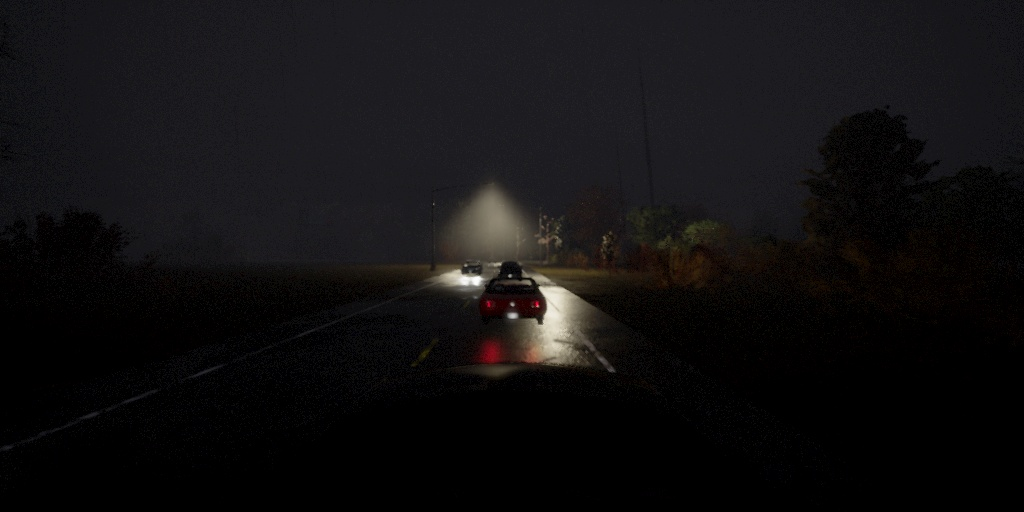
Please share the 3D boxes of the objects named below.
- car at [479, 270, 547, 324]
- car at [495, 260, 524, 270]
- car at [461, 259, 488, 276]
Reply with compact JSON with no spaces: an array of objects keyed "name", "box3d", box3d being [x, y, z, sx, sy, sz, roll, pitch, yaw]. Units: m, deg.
[{"name":"car","box3d":[0.018,1.322,11.895,1.895,1.301,4.718,0,0,0]},{"name":"car","box3d":[-0.138,1.178,28.929,1.837,1.490,4.892,0,0,0]},{"name":"car","box3d":[-3.891,1.146,35.716,2.128,1.511,4.902,0,0,-1]}]
